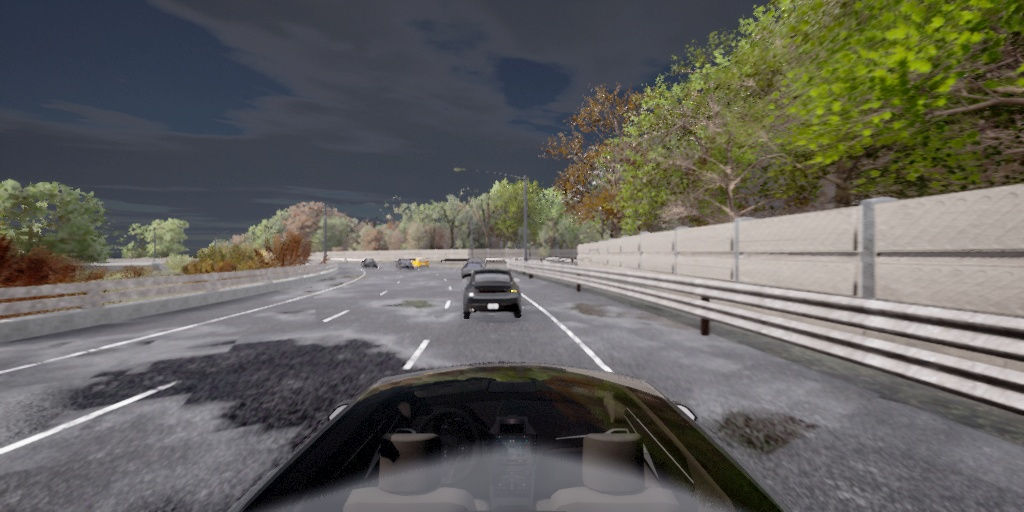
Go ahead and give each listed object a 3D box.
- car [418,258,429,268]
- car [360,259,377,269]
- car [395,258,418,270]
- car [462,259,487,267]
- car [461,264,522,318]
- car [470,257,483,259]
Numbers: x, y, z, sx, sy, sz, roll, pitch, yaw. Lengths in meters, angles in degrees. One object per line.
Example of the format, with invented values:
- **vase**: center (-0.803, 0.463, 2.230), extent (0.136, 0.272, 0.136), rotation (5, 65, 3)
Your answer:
- **car**: center (-14.494, 1.079, 56.034), extent (1.882, 1.535, 5.008), rotation (0, 0, -29)
- **car**: center (-21.872, 1.165, 54.856), extent (1.812, 1.442, 4.674), rotation (0, 0, -30)
- **car**: center (-14.908, 1.176, 49.517), extent (2.033, 1.411, 5.357), rotation (0, 0, -27)
- **car**: center (-3.331, 1.214, 30.942), extent (1.994, 1.385, 4.181), rotation (0, 0, -9)
- **car**: center (-0.749, 1.214, 12.874), extent (1.837, 1.490, 4.892), rotation (0, 0, -5)
- **car**: center (-4.177, 0.957, 43.315), extent (2.097, 1.767, 4.553), rotation (0, 0, 2)
